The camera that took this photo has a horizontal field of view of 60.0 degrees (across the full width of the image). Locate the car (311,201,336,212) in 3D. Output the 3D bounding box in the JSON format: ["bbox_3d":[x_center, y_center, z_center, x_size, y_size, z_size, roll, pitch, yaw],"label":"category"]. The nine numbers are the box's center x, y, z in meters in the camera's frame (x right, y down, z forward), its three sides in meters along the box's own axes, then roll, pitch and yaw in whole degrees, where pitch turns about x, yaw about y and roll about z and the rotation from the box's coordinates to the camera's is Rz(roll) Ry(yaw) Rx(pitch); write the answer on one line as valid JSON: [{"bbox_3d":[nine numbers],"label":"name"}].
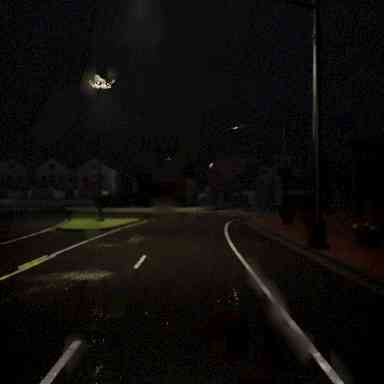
[{"bbox_3d":[18.836,2.043,47.900,4.674,1.442,1.812,0,-1,-37],"label":"car"}]
